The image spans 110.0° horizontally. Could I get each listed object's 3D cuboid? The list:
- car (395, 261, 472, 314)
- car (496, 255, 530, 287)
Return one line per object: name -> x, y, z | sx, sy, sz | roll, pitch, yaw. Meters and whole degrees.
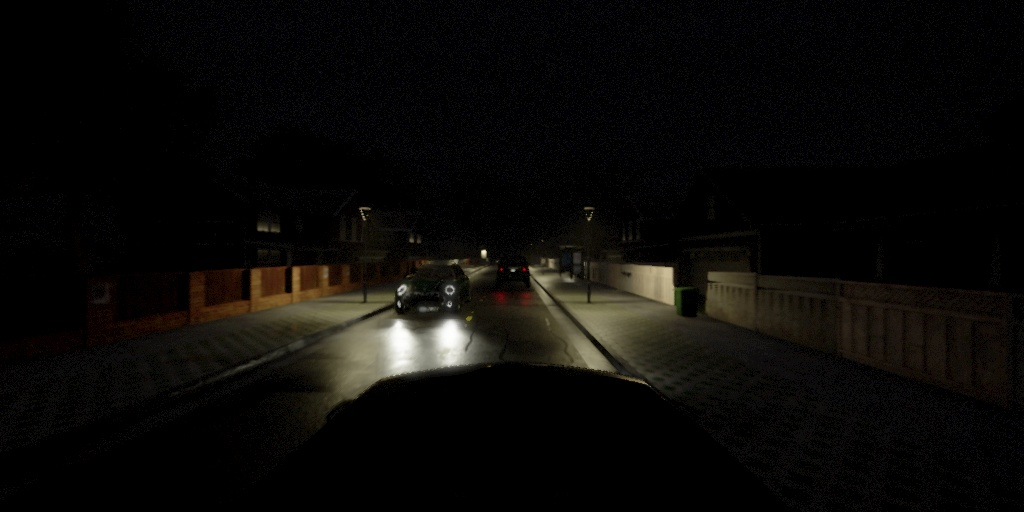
car -> -2.804, 1.105, 13.632 | 2.097, 1.767, 4.553 | 0, 0, 1
car -> 0.077, 0.978, 24.418 | 2.150, 2.045, 5.566 | 0, 0, 0
